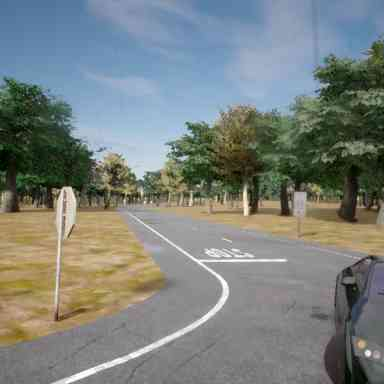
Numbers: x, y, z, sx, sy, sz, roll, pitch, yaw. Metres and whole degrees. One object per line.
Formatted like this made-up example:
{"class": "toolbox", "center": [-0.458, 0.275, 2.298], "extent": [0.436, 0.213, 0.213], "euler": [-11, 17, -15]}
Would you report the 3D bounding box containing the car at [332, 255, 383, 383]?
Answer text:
{"class": "car", "center": [3.076, 1.642, 4.582], "extent": [1.994, 1.385, 4.181], "euler": [1, -1, 22]}
